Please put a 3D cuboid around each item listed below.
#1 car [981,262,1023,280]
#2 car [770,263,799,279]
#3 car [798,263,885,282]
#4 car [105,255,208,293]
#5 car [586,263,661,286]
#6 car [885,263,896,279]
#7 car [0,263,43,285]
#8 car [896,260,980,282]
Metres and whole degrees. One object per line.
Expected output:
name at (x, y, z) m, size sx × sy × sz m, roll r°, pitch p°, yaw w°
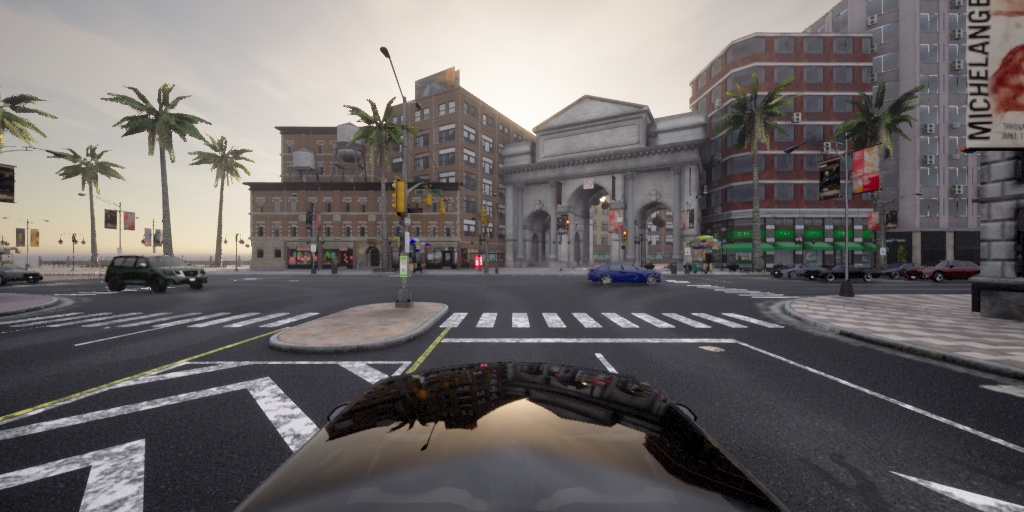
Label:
car at (44.748, 1.255, 31.189) m, size 4.892 × 1.490 × 1.837 m, roll 0°, pitch 0°, yaw 8°
car at (25.592, 1.314, 32.005) m, size 4.181 × 1.385 × 1.994 m, roll 0°, pitch 0°, yaw 1°
car at (26.107, 1.351, 28.517) m, size 4.718 × 1.301 × 1.895 m, roll 0°, pitch 0°, yaw 1°
car at (-20.484, 0.974, 20.680) m, size 5.566 × 2.045 × 2.150 m, roll 0°, pitch -1°, yaw 15°
car at (7.735, 1.227, 24.967) m, size 5.008 × 1.535 × 1.882 m, roll 0°, pitch 0°, yaw 0°
car at (34.847, 1.297, 31.902) m, size 5.357 × 1.411 × 2.033 m, roll 0°, pitch 0°, yaw 1°
car at (-36.355, 1.255, 25.299) m, size 4.892 × 1.490 × 1.837 m, roll 0°, pitch 0°, yaw 0°
car at (34.063, 1.102, 28.363) m, size 4.553 × 1.767 × 2.097 m, roll 0°, pitch 0°, yaw 2°
